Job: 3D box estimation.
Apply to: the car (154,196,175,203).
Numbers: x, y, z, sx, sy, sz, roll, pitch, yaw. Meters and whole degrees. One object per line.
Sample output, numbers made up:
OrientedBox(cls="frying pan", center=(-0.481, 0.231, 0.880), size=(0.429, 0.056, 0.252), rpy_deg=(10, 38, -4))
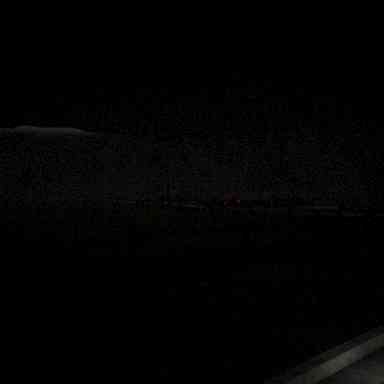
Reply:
OrientedBox(cls="car", center=(-6.083, 1.536, 68.235), size=(1.812, 1.442, 4.674), rpy_deg=(0, 0, -35))

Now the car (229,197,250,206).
OrientedBox(cls="car", center=(6.133, 1.537, 50.753), size=(1.812, 1.442, 4.674), rpy_deg=(0, 0, -35))

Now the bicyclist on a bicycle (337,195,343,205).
OrientedBox(cls="bicyclist on a bicycle", center=(23.066, 1.318, 51.785), size=(1.656, 1.620, 0.582), rpy_deg=(0, 0, -35))

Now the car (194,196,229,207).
OrientedBox(cls="car", center=(2.864, 1.610, 49.324), size=(1.895, 1.301, 4.718), rpy_deg=(0, 0, -35))

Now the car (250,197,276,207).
OrientedBox(cls="car", center=(10.100, 1.613, 51.190), size=(1.895, 1.301, 4.718), rpy_deg=(0, 0, -35))

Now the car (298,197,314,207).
OrientedBox(cls="car", center=(17.087, 1.492, 53.414), size=(1.882, 1.535, 5.008), rpy_deg=(0, 0, -35))

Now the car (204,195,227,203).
OrientedBox(cls="car", center=(4.976, 1.516, 70.668), size=(2.128, 1.511, 4.902), rpy_deg=(0, 0, -35))

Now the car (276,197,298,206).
OrientedBox(cls="car", center=(13.621, 1.491, 52.266), size=(1.882, 1.535, 5.008), rpy_deg=(0, 0, -35))

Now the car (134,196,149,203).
OrientedBox(cls="car", center=(-10.230, 1.574, 68.034), size=(1.994, 1.385, 4.181), rpy_deg=(0, 0, -35))

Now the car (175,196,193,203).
OrientedBox(cls="car", center=(-2.688, 1.559, 69.465), size=(2.033, 1.411, 5.357), rpy_deg=(0, 0, -35))

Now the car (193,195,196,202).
OrientedBox(cls="car", center=(0.317, 1.514, 71.132), size=(1.837, 1.490, 4.892), rpy_deg=(0, 0, -35))
